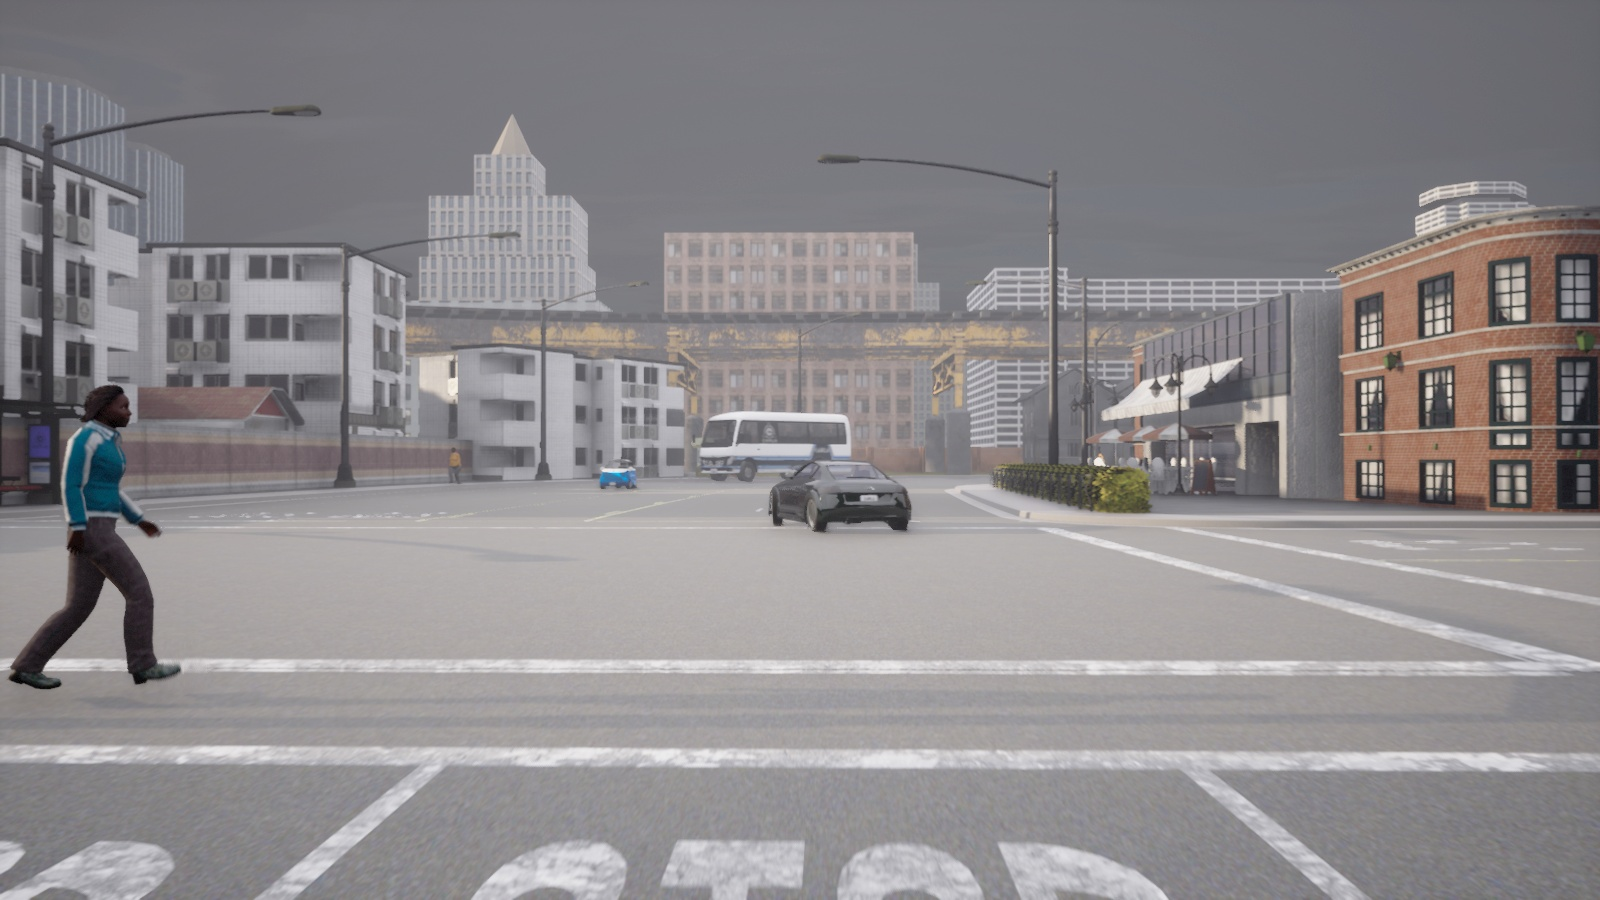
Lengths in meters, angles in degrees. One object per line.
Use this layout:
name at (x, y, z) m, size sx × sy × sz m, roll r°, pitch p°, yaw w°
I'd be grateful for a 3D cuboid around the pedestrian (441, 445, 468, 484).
pedestrian at (-16.589, 0.680, 60.236) m, size 0.874 × 1.855 × 0.900 m, roll 0°, pitch 0°, yaw 21°

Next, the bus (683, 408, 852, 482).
bus at (-1.870, -0.223, 77.243) m, size 10.273 × 4.253 × 3.944 m, roll 0°, pitch -1°, yaw -42°

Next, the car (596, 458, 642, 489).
car at (-8.173, 1.064, 56.812) m, size 1.481 × 1.376 × 2.207 m, roll 0°, pitch -1°, yaw 10°

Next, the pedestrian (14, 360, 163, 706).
pedestrian at (-4.133, 0.464, 7.326) m, size 0.692 × 1.930 × 0.396 m, roll 0°, pitch 0°, yaw -20°

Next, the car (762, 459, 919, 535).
car at (0.709, 0.877, 25.428) m, size 1.994 × 1.385 × 4.181 m, roll 0°, pitch 0°, yaw -16°
